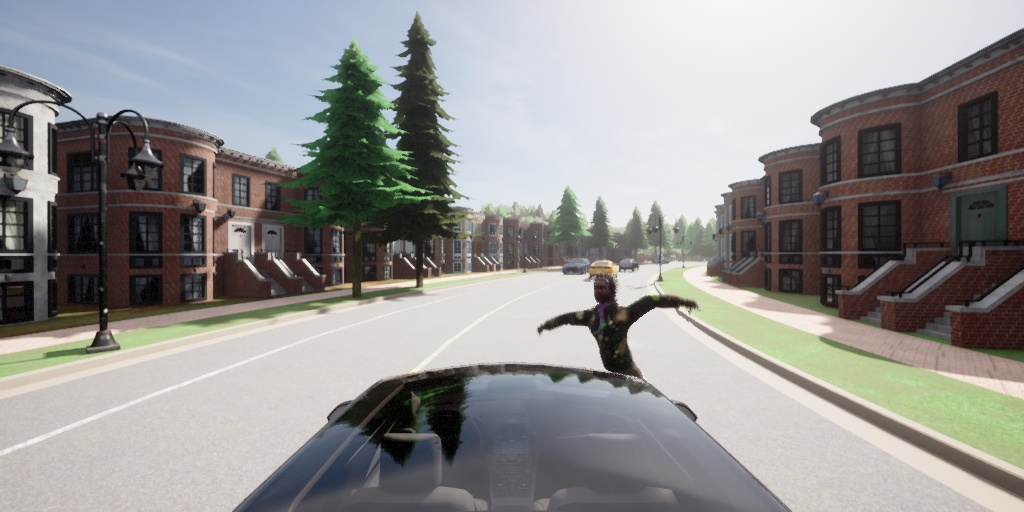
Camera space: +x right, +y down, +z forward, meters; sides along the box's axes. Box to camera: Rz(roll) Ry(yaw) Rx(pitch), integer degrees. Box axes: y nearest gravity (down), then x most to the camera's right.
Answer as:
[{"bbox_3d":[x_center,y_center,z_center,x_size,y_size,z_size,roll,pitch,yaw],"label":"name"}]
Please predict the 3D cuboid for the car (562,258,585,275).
[{"bbox_3d":[6.746,1.007,37.011,2.097,1.767,4.553,0,0,26],"label":"car"}]

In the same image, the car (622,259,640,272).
[{"bbox_3d":[14.154,1.114,43.423,2.128,1.511,4.902,0,0,29],"label":"car"}]

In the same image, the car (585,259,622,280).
[{"bbox_3d":[7.860,1.144,30.572,1.882,1.535,5.008,0,-1,23],"label":"car"}]

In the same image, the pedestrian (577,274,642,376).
[{"bbox_3d":[1.008,1.085,3.188,0.375,1.860,0.375,-15,-3,-4],"label":"pedestrian"}]
